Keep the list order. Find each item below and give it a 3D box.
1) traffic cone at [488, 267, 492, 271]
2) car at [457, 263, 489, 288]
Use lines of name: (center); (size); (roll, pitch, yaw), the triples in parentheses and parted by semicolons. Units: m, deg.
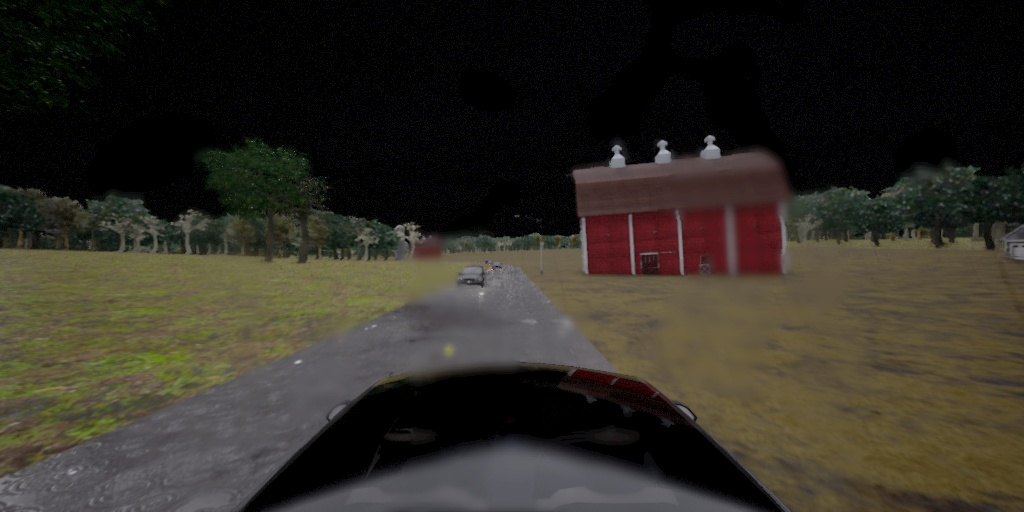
traffic cone: (-3.854, 2.197, 61.175); (0.340, 0.580, 0.340); (0, 0, 0)
car: (-2.848, 1.505, 26.570); (1.837, 1.490, 4.892); (0, -1, 0)
